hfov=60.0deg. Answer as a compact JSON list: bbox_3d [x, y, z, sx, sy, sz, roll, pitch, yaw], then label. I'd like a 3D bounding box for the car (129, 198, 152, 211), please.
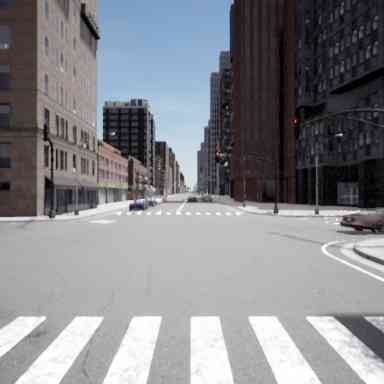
[{"bbox_3d":[-6.536,1.608,41.182,1.895,1.301,4.718,0,0,1],"label":"car"}]

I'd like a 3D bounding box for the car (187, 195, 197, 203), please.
[{"bbox_3d":[0.054,1.483,71.211,1.882,1.535,5.008,0,0,0],"label":"car"}]

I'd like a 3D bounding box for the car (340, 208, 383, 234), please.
[{"bbox_3d":[11.469,1.660,19.436,5.357,1.411,2.033,1,-1,-10],"label":"car"}]

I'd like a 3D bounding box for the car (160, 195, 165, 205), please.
[{"bbox_3d":[-6.489,1.535,60.916,1.812,1.442,4.674,0,0,1],"label":"car"}]

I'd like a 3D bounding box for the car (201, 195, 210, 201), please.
[{"bbox_3d":[3.312,1.498,81.629,2.128,1.511,4.902,0,0,0],"label":"car"}]

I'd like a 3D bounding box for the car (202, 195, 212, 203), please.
[{"bbox_3d":[3.304,1.530,71.209,2.128,1.511,4.902,0,0,0],"label":"car"}]

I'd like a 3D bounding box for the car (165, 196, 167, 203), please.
[{"bbox_3d":[-6.446,1.482,71.287,1.882,1.535,5.008,0,0,0],"label":"car"}]

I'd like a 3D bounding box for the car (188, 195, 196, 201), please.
[{"bbox_3d":[0.062,1.451,81.630,1.882,1.535,5.008,0,0,0],"label":"car"}]

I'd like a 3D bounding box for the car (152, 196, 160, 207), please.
[{"bbox_3d":[-6.513,1.610,51.008,1.895,1.301,4.718,0,0,1],"label":"car"}]
